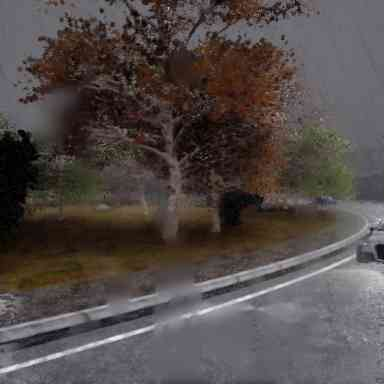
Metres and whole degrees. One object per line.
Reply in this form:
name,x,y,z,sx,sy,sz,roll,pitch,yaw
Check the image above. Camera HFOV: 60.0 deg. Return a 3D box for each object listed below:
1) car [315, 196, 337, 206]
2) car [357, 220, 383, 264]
car,20.800,1.336,51.771,1.882,1.535,5.008,-2,0,-1
car,6.917,1.574,10.922,1.994,1.385,4.181,-1,0,41
